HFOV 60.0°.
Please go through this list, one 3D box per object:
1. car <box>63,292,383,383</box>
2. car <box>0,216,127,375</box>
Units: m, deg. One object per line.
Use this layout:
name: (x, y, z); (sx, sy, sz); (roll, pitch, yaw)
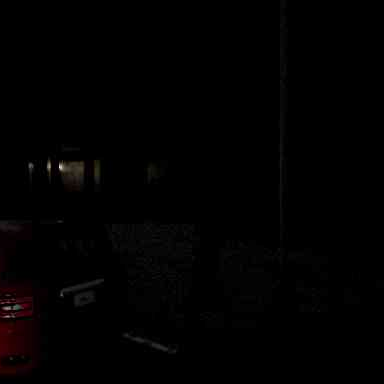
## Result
car: (1.398, 1.566, 1.969); (4.313, 1.339, 1.947); (0, 0, 35)
car: (-3.191, 1.316, 5.243); (5.009, 1.841, 2.192); (0, 0, 35)
